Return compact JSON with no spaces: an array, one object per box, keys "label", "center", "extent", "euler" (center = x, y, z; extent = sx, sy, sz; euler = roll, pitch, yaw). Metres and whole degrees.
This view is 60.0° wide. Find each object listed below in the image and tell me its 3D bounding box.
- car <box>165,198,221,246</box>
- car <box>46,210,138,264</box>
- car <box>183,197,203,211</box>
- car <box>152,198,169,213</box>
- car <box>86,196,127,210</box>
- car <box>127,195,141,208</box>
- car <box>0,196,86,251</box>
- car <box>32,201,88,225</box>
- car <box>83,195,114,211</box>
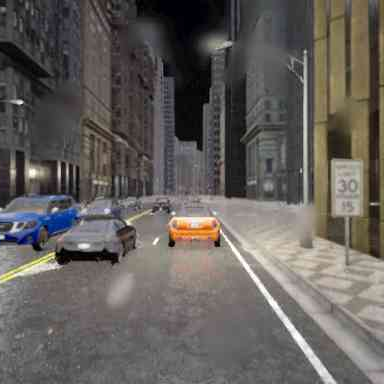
[{"label":"car","center":[0.107,1.320,15.179],"extent":[2.097,1.767,4.553],"euler":[0,0,0]},{"label":"car","center":[-3.146,1.541,11.691],"extent":[1.994,1.385,4.181],"euler":[0,0,0]},{"label":"car","center":[0.115,1.405,39.552],"extent":[2.128,1.511,4.902],"euler":[0,0,0]},{"label":"car","center":[-3.136,1.427,35.742],"extent":[1.837,1.490,4.892],"euler":[0,1,0]},{"label":"car","center":[-6.536,1.299,24.540],"extent":[2.097,1.767,4.553],"euler":[0,0,0]},{"label":"car","center":[-6.487,1.140,35.142],"extent":[1.837,1.490,4.892],"euler":[0,0,0]},{"label":"car","center":[-6.602,1.193,14.211],"extent":[2.150,2.045,5.566],"euler":[0,0,0]},{"label":"car","center":[-9.771,1.493,25.120],"extent":[2.033,1.411,5.357],"euler":[0,0,1]},{"label":"car","center":[-9.737,1.118,35.143],"extent":[1.882,1.535,5.008],"euler":[0,0,0]}]
